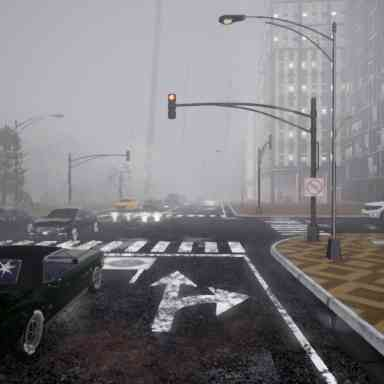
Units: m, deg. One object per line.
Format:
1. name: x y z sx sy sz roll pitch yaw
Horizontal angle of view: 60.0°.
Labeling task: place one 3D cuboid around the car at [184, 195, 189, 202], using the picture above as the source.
1. car: -1.830 1.345 71.754 2.097 1.767 4.553 0 0 5

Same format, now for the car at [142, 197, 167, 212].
1. car: -4.507 1.592 39.292 1.895 1.301 4.718 0 0 5

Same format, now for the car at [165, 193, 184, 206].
1. car: -3.144 1.216 56.268 2.150 2.045 5.566 0 0 5

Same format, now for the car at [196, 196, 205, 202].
1. car: 1.972 1.546 78.562 2.033 1.411 5.357 0 0 5

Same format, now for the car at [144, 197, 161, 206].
1. car: -6.521 1.592 54.864 1.895 1.301 4.718 0 0 5

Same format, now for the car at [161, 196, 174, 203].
1. car: -5.177 1.545 70.656 1.994 1.385 4.181 0 0 5

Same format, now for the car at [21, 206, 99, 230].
1. car: -6.115 1.501 16.543 1.837 1.490 4.892 0 0 3

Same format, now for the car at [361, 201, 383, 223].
1. car: 14.830 1.059 22.949 5.566 2.045 2.150 0 0 5

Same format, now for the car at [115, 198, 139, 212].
1. car: -7.728 1.468 39.721 1.882 1.535 5.008 0 1 5

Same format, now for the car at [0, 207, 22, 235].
1. car: -9.392 1.501 16.037 1.837 1.490 4.892 0 0 3

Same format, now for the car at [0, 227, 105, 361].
1. car: -3.043 1.600 5.946 1.895 1.301 4.718 0 0 1
